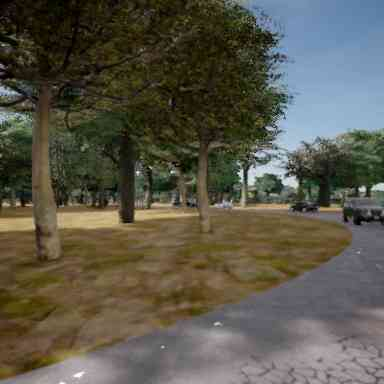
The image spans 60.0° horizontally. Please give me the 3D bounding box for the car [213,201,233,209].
[{"bbox_3d":[5.973,2.529,63.428,1.812,1.442,4.674,2,-2,-33],"label":"car"}]

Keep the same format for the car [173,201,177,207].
[{"bbox_3d":[-2.862,2.793,77.976,2.128,1.511,4.902,1,-2,-28],"label":"car"}]

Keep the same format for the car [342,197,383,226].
[{"bbox_3d":[12.960,1.409,25.032,2.150,2.045,5.566,1,-1,12],"label":"car"}]

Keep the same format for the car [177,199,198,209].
[{"bbox_3d":[-0.283,2.389,67.147,2.150,2.045,5.566,2,-2,-32],"label":"car"}]

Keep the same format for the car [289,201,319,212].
[{"bbox_3d":[15.878,2.122,47.366,1.837,1.490,4.892,1,-2,-19],"label":"car"}]
